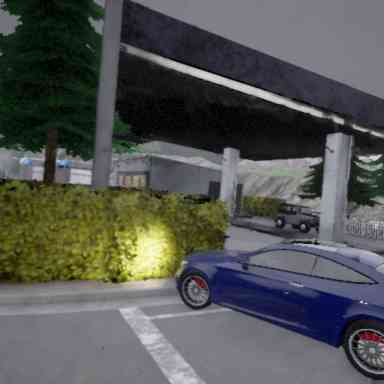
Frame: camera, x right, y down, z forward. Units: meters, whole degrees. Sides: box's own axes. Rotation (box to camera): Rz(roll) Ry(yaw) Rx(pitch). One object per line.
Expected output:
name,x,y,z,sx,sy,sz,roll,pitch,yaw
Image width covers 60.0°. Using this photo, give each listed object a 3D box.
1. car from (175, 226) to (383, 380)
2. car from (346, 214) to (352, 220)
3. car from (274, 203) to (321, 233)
car,1.822,1.510,5.548,4.674,1.442,1.812,5,0,41
car,16.200,2.652,39.066,1.895,1.301,4.718,4,1,-26
car,7.645,1.811,23.618,1.905,1.878,3.866,4,1,-27
